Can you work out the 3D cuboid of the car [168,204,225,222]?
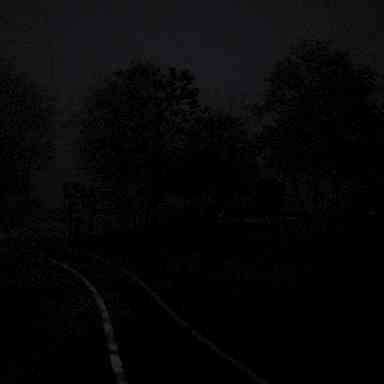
[{"bbox_3d":[0.406,1.842,29.450,5.008,1.535,1.882,0,-1,-7],"label":"car"}]

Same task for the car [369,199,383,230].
[{"bbox_3d":[13.811,1.450,20.144,2.150,2.045,5.566,1,-2,-39],"label":"car"}]
